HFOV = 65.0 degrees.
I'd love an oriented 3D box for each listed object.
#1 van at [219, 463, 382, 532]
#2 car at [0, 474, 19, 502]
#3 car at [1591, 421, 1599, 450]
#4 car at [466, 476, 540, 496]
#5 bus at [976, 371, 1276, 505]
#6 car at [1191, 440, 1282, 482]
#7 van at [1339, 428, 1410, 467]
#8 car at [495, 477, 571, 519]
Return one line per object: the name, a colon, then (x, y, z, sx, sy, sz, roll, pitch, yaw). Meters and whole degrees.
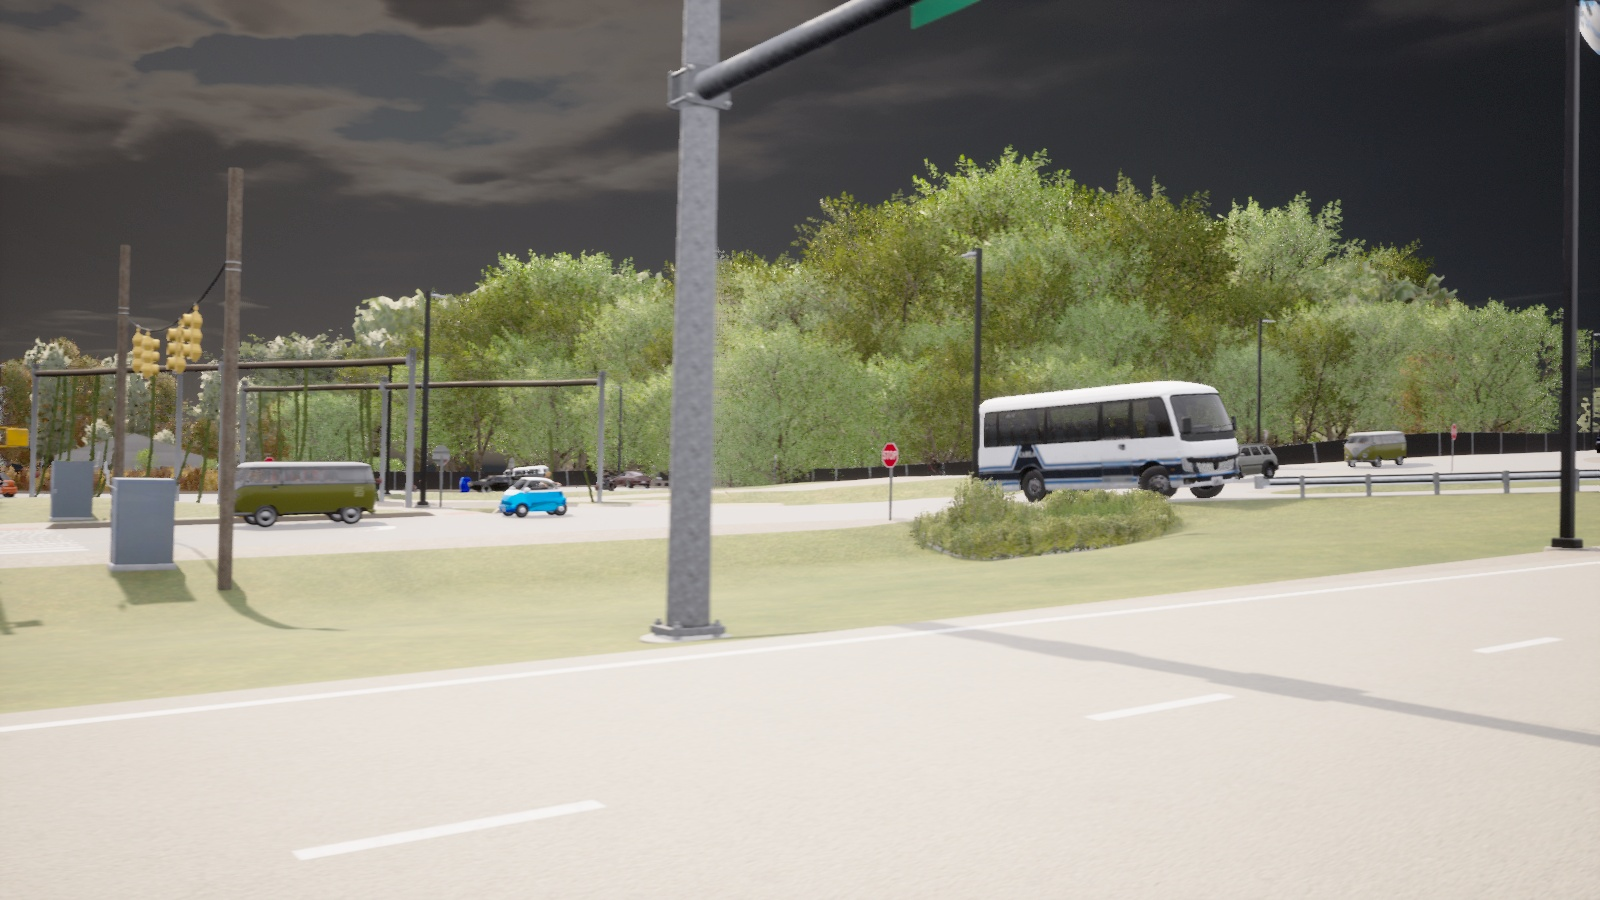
van: (-15.659, 1.425, 39.478, 4.442, 1.987, 1.775, -1, 0, -36)
car: (-52.982, 2.401, 80.586, 4.553, 1.767, 2.097, 1, 0, 8)
car: (53.633, -0.989, 81.908, 3.866, 1.878, 1.905, -2, 1, -31)
car: (-20.751, 2.508, 87.707, 4.718, 1.301, 1.895, 0, -1, -26)
bus: (11.716, -0.283, 46.470, 3.944, 4.253, 10.273, -4, 0, -37)
car: (22.219, 0.528, 63.864, 4.605, 1.855, 1.932, -3, 2, -34)
van: (32.526, -0.178, 71.044, 4.442, 1.987, 1.775, -4, 2, -38)
car: (-9.336, 1.670, 43.933, 2.207, 1.376, 1.481, 0, 0, -34)
